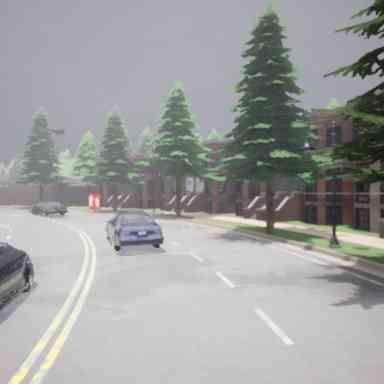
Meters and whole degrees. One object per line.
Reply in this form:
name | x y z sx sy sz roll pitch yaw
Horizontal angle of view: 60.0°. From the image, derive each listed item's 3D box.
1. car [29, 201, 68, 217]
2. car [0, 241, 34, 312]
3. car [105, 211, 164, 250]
car | -14.089 1.600 32.512 5.357 1.411 2.033 0 0 44
car | -4.370 1.586 5.995 1.994 1.385 4.181 0 0 -10
car | -2.648 1.546 14.493 2.033 1.411 5.357 0 0 -19
